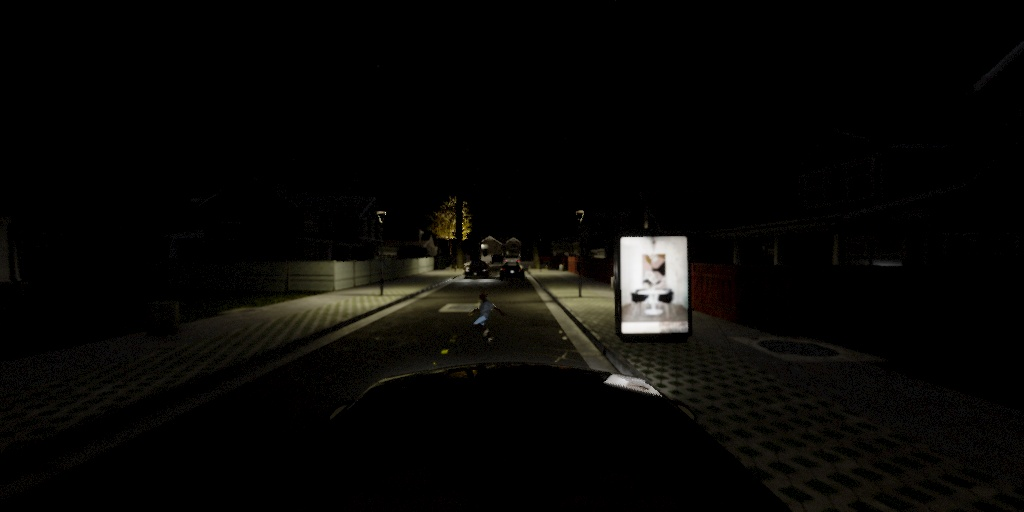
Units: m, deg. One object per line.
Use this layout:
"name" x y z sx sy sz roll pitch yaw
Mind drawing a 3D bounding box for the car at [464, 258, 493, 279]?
"car" -2.906 1.126 30.681 1.812 1.442 4.674 0 0 0

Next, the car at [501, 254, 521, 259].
"car" -0.003 0.736 45.799 2.150 2.045 5.566 0 0 0

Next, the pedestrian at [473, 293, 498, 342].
"pedestrian" -0.594 1.010 8.101 0.375 1.860 0.375 1 -1 -12

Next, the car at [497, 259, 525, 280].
"car" 0.027 1.171 29.677 1.994 1.385 4.181 0 0 0

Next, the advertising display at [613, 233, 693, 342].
"advertising display" 3.000 0.746 7.614 1.540 2.440 0.280 0 0 0
